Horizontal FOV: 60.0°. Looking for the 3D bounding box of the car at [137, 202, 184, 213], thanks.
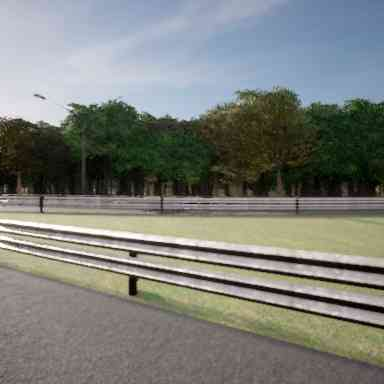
[{"bbox_3d":[-2.820,1.147,30.237,4.181,1.385,1.994,0,0,8],"label":"car"}]
